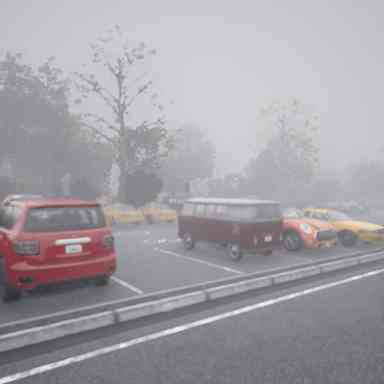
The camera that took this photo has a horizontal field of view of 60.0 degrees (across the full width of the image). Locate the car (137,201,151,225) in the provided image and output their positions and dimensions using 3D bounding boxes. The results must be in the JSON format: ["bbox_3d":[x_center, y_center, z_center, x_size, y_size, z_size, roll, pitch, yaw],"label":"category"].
[{"bbox_3d":[-5.139,1.439,22.910,1.946,1.575,5.366,0,0,-36],"label":"car"}]

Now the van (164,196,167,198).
[{"bbox_3d":[-0.534,1.249,25.854,1.878,1.987,4.442,1,0,-36],"label":"van"}]

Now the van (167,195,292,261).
[{"bbox_3d":[1.141,1.211,12.229,1.878,1.987,4.442,0,0,-36],"label":"van"}]

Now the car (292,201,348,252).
[{"bbox_3d":[3.655,1.321,13.935,2.185,1.767,4.553,1,0,-36],"label":"car"}]

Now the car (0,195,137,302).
[{"bbox_3d":[-3.828,1.186,8.533,2.435,2.045,5.566,0,0,-36],"label":"car"}]

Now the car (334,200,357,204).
[{"bbox_3d":[16.284,1.880,38.074,2.002,1.452,4.674,2,-1,-36],"label":"car"}]

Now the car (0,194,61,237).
[{"bbox_3d":[-9.653,1.184,19.395,2.435,2.045,5.566,0,0,-36],"label":"car"}]

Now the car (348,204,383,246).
[{"bbox_3d":[6.148,1.465,15.464,1.946,1.575,5.366,1,0,-36],"label":"car"}]

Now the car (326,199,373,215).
[{"bbox_3d":[18.832,1.790,39.965,2.185,1.767,4.553,2,-1,-35],"label":"car"}]

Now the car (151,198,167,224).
[{"bbox_3d":[-2.979,1.452,24.465,1.946,1.575,5.366,1,0,-36],"label":"car"}]
